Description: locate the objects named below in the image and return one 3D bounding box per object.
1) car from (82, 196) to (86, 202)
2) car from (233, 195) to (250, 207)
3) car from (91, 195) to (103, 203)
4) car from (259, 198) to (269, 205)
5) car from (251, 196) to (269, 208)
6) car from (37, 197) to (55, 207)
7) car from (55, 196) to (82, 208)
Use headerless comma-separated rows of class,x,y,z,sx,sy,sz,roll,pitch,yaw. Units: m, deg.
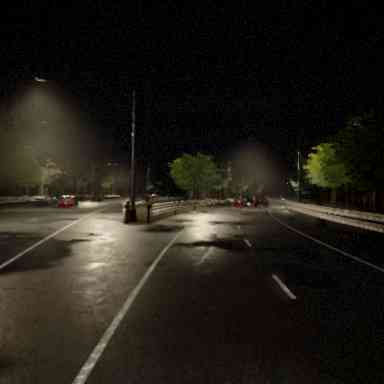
car,-23.249,1.462,68.492,1.812,1.442,4.674,1,0,-4
car,8.629,1.744,59.033,2.097,1.767,4.553,1,0,15
car,-19.826,1.496,69.625,1.837,1.490,4.892,1,0,-4
car,14.973,2.029,68.992,1.895,1.301,4.718,1,0,15
car,12.129,1.659,58.557,2.150,2.045,5.566,1,0,15
car,-21.300,1.434,49.541,2.033,1.411,5.357,1,0,-6
car,-17.335,1.503,46.976,1.994,1.385,4.181,1,0,-7
